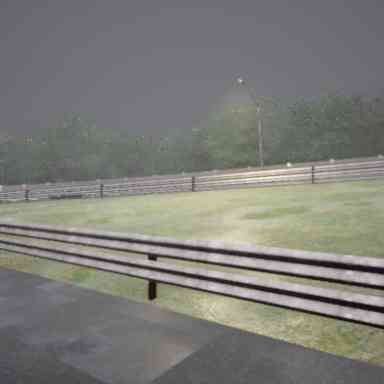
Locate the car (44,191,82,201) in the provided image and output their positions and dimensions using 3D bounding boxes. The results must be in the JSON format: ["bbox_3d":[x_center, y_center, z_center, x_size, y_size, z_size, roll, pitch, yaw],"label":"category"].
[{"bbox_3d":[-16.847,0.553,43.258,4.718,1.301,1.895,-4,-2,20],"label":"car"}]
